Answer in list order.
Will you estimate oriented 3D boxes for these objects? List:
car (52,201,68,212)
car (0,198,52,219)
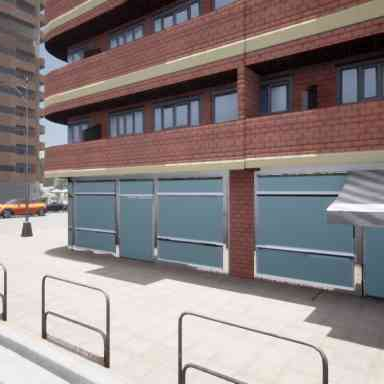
[{"bbox_3d":[-15.369,1.601,35.814,1.895,1.301,4.718,0,0,36],"label":"car"},{"bbox_3d":[-15.480,1.352,29.729,2.097,1.767,4.553,0,0,36],"label":"car"}]
